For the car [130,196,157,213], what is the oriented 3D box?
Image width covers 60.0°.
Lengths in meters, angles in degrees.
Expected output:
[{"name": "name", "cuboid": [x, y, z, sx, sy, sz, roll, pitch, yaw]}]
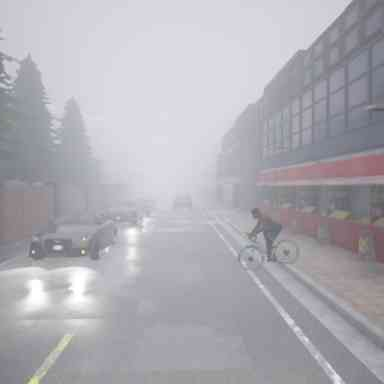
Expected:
[{"name": "car", "cuboid": [-4.476, 1.125, 31.257, 1.895, 1.301, 4.718, 0, 1, -1]}]

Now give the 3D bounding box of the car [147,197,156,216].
[{"name": "car", "cuboid": [-4.274, 1.187, 26.654, 1.994, 1.385, 4.181, 0, 1, -2]}]

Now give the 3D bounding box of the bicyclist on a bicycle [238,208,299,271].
[{"name": "bicyclist on a bicycle", "cuboid": [1.963, 1.227, 8.837, 1.656, 1.620, 0.582, -9, 1, -2]}]

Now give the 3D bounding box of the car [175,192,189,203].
[{"name": "car", "cuboid": [-1.389, 0.736, 48.346, 1.882, 1.535, 5.008, 0, 0, -1]}]

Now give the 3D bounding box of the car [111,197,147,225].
[{"name": "car", "cuboid": [-4.193, 1.187, 21.006, 1.837, 1.490, 4.892, 0, 1, -2]}]

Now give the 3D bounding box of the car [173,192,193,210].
[{"name": "car", "cuboid": [-0.948, 0.966, 34.270, 2.128, 1.511, 4.902, 0, 1, -1]}]

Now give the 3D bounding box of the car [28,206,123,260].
[{"name": "car", "cuboid": [-3.903, 1.389, 11.574, 1.994, 1.385, 4.181, 0, 1, -1]}]
